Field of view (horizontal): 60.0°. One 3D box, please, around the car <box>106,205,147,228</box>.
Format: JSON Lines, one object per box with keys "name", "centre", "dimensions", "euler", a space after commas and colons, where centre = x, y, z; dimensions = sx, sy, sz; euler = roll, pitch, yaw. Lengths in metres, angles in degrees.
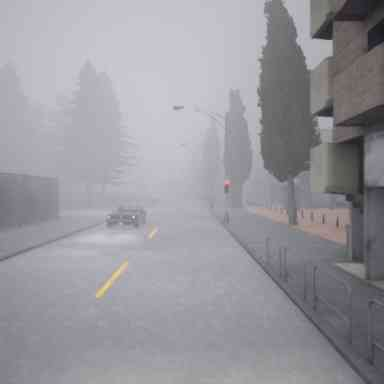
{"name": "car", "centre": [-4.095, 1.509, 21.334], "dimensions": [1.895, 1.301, 4.718], "euler": [0, 0, 0]}
